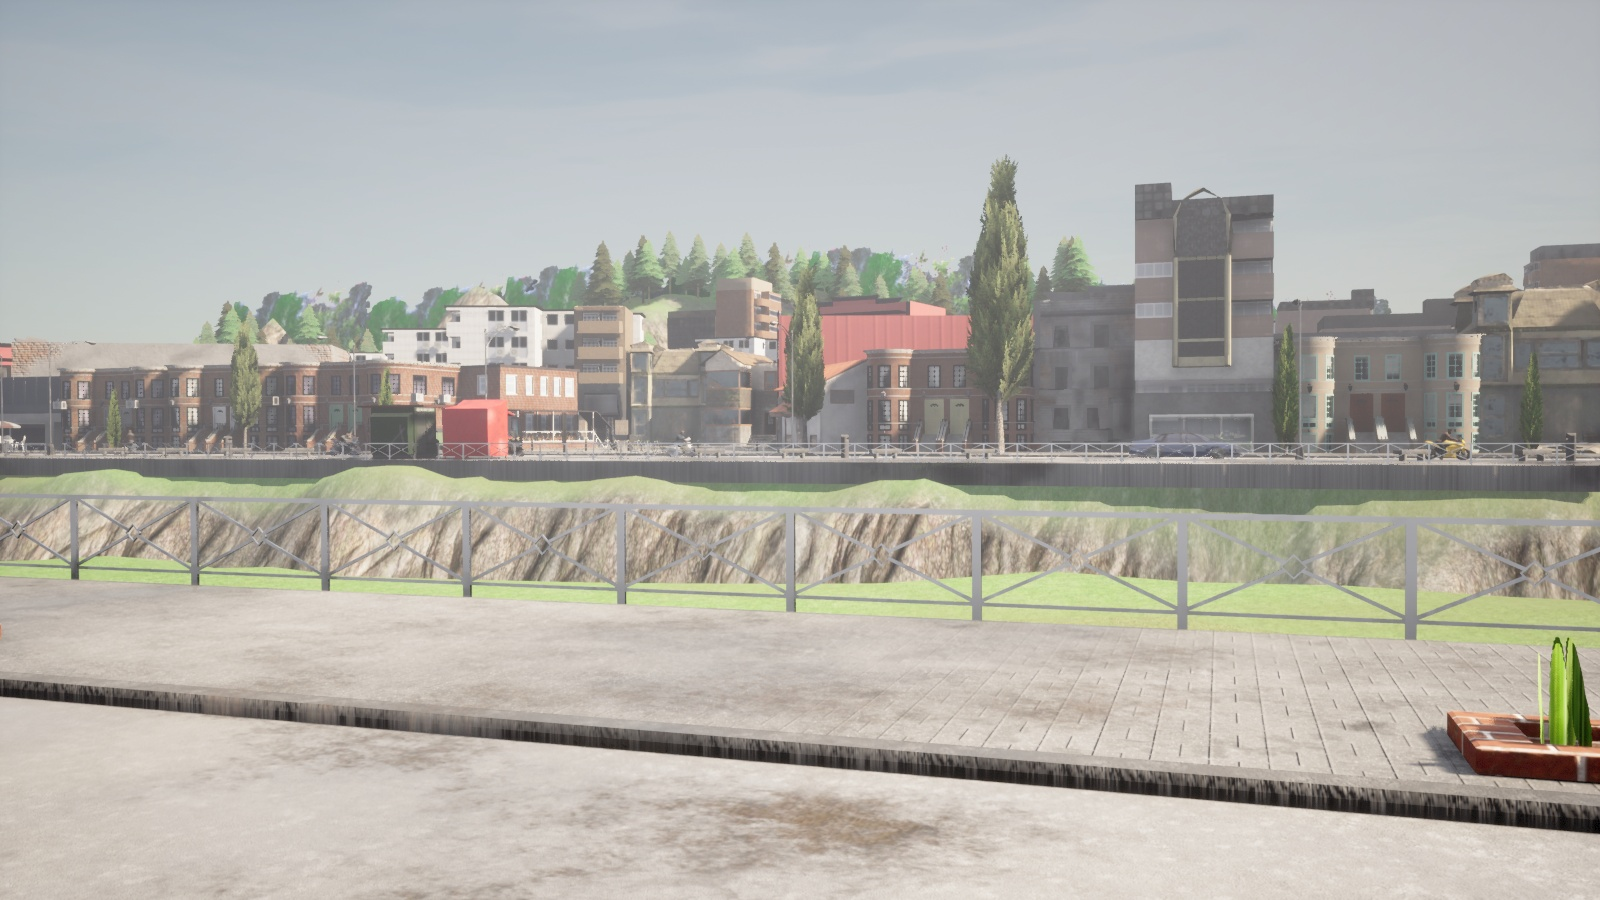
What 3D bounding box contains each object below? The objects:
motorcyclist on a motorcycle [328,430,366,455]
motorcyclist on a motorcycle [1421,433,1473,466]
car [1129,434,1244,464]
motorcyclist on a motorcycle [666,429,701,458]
[{"bbox_3d":[-28.234,-0.498,78.309,2.191,1.530,0.866,1,1,19],"label":"motorcyclist on a motorcycle"},{"bbox_3d":[30.216,-0.017,58.671,2.044,1.523,0.797,1,1,19],"label":"motorcyclist on a motorcycle"},{"bbox_3d":[19.194,-0.053,62.375,5.357,1.411,2.033,1,1,19],"label":"car"},{"bbox_3d":[-6.586,-0.382,71.035,1.817,1.590,0.866,1,1,19],"label":"motorcyclist on a motorcycle"}]
